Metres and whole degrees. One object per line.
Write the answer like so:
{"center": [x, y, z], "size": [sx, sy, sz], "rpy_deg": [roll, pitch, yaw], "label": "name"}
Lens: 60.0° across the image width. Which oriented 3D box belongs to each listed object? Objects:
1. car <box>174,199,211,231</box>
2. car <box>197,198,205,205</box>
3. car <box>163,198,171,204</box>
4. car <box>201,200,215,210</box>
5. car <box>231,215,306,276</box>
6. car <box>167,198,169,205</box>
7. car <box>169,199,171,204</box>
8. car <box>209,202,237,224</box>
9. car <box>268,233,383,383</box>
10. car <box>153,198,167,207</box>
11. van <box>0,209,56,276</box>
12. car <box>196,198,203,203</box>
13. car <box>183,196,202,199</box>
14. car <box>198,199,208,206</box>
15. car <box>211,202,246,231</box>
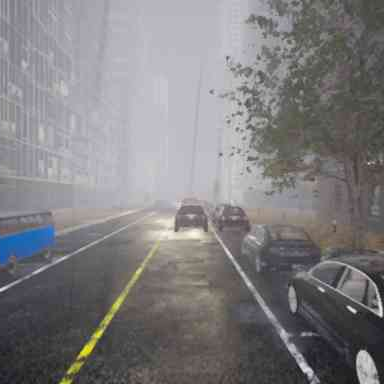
{"center": [-0.067, 1.561, 22.201], "size": [2.097, 1.767, 4.553], "rpy_deg": [0, 0, 0], "label": "car"}
{"center": [2.103, 2.235, 78.802], "size": [1.947, 1.339, 4.313], "rpy_deg": [0, 0, 0], "label": "car"}
{"center": [-6.321, 2.295, 84.439], "size": [1.947, 1.339, 4.313], "rpy_deg": [0, 0, 0], "label": "car"}
{"center": [2.319, 1.991, 50.343], "size": [1.887, 1.381, 4.507], "rpy_deg": [0, 0, 0], "label": "car"}
{"center": [2.621, 1.648, 10.498], "size": [2.008, 1.369, 4.403], "rpy_deg": [0, -1, 0], "label": "car"}
{"center": [-6.191, 2.181, 67.362], "size": [1.802, 1.307, 4.206], "rpy_deg": [0, 0, 0], "label": "car"}
{"center": [-6.278, 2.231, 78.747], "size": [1.887, 1.381, 4.507], "rpy_deg": [0, 0, 0], "label": "car"}
{"center": [2.491, 1.690, 27.575], "size": [1.967, 1.590, 4.097], "rpy_deg": [0, -1, 0], "label": "car"}
{"center": [2.665, 1.594, 4.806], "size": [2.008, 1.369, 4.403], "rpy_deg": [0, -1, 0], "label": "car"}
{"center": [-6.148, 2.099, 61.669], "size": [1.887, 1.381, 4.507], "rpy_deg": [0, 0, 0], "label": "car"}
{"center": [-5.759, 1.455, 10.440], "size": [1.690, 1.788, 3.998], "rpy_deg": [0, -1, 0], "label": "van"}
{"center": [2.016, 2.320, 90.186], "size": [1.947, 1.339, 4.313], "rpy_deg": [0, 0, 0], "label": "car"}
{"center": [-0.215, 1.601, 41.694], "size": [2.150, 2.045, 5.566], "rpy_deg": [0, 0, 0], "label": "car"}
{"center": [2.189, 2.148, 67.419], "size": [1.947, 1.339, 4.313], "rpy_deg": [0, 0, 0], "label": "car"}
{"center": [2.535, 1.639, 21.884], "size": [1.967, 1.590, 4.097], "rpy_deg": [0, -1, 0], "label": "car"}
